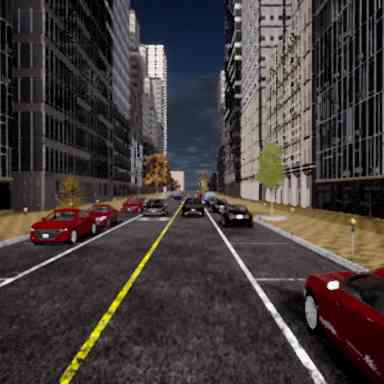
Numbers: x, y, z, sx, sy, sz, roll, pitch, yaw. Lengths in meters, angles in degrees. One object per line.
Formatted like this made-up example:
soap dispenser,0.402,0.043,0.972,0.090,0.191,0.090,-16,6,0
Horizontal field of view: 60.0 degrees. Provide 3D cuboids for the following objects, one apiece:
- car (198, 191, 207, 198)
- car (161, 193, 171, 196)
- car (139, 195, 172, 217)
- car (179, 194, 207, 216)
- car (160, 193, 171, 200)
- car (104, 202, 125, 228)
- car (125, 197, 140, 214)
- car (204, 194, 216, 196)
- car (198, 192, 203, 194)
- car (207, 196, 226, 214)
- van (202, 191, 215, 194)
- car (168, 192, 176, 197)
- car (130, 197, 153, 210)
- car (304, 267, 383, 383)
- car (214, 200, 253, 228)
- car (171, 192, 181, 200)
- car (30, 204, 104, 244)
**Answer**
car,2.716,0.624,89.155,2.192,1.841,5.009,0,0,0
car,-5.672,1.027,66.230,1.752,1.417,4.829,0,0,0
car,-3.091,1.298,28.928,1.837,1.490,4.892,0,0,0
car,0.104,1.269,29.280,1.882,1.535,5.008,0,1,0
car,-5.670,1.003,72.094,2.008,1.369,4.403,0,0,0
car,-5.683,1.435,20.862,1.802,1.307,4.206,0,0,0
car,-5.680,1.314,32.246,1.887,1.381,4.507,0,0,0
car,2.703,1.249,43.620,1.947,1.339,4.313,0,0,0
car,0.063,1.170,45.793,2.163,1.488,4.792,0,0,0
car,2.700,1.336,32.236,1.947,1.339,4.313,0,0,0
van,2.705,0.980,49.312,1.690,1.788,3.998,0,0,0
car,-5.664,0.809,94.862,2.008,1.369,4.403,0,0,0
car,-5.679,1.292,37.939,1.947,1.339,4.313,0,0,0
car,2.693,1.519,3.775,1.887,1.381,4.507,0,0,0
car,2.697,1.419,20.852,1.947,1.339,4.313,0,0,0
car,-2.983,1.057,70.387,1.895,1.301,4.718,0,0,0
car,-5.684,1.438,15.168,1.887,1.381,4.507,0,0,0
